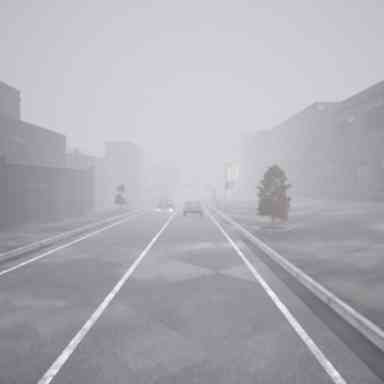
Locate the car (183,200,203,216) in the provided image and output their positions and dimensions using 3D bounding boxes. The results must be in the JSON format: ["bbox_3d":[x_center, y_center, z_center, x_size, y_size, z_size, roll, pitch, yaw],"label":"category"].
[{"bbox_3d":[0.088,1.471,31.409,2.033,1.411,5.357,0,0,0],"label":"car"}]

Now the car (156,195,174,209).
[{"bbox_3d":[-3.533,1.254,44.120,2.097,1.767,4.553,0,0,0],"label":"car"}]
